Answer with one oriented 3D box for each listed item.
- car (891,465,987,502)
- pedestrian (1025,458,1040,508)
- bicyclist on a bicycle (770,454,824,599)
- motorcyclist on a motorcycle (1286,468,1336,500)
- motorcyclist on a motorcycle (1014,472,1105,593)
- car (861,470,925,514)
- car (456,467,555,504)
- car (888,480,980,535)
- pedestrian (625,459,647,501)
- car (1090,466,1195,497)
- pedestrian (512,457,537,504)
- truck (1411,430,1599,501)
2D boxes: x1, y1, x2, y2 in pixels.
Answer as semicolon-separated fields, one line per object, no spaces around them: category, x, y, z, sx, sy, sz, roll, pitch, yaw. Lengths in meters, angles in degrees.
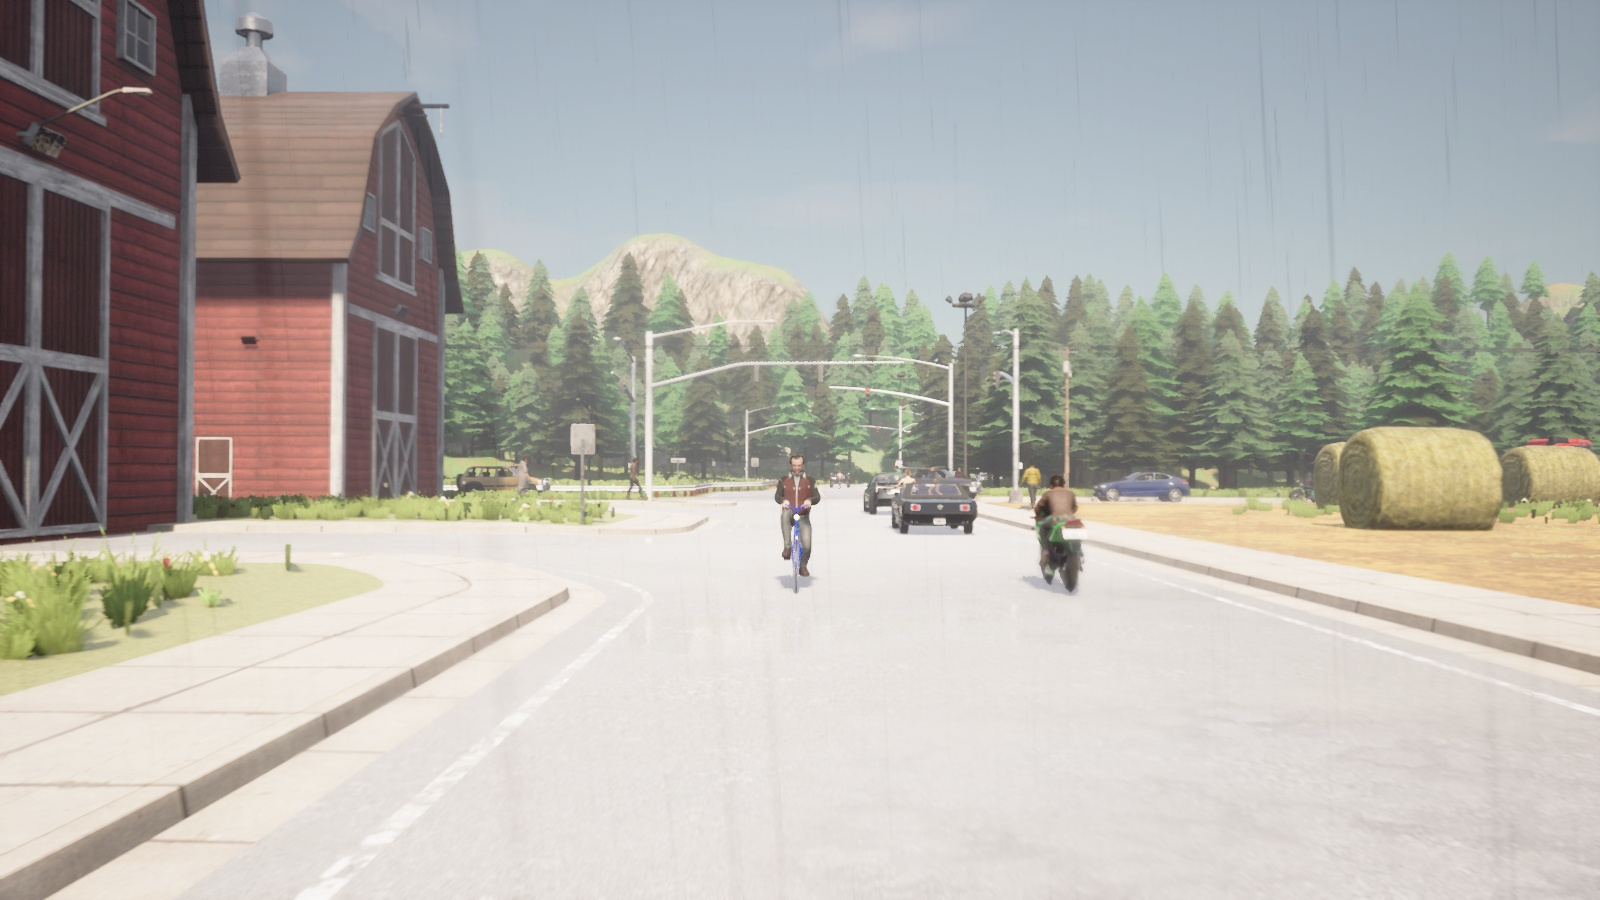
car;7.123;1.695;64.218;4.605;1.855;1.932;0;0;16
pedestrian;8.594;1.217;46.412;0.431;1.840;0.709;0;-1;2
bicyclist on a bicycle;-0.039;0.951;16.371;0.659;1.776;1.843;0;-1;0
motorcyclist on a motorcycle;27.339;1.807;67.168;2.350;1.649;0.766;0;-1;1
motorcyclist on a motorcycle;3.459;1.063;16.913;0.797;1.523;2.044;0;-1;0
car;3.388;1.525;46.622;2.007;1.525;4.514;0;-1;0
car;-15.064;1.795;64.333;4.605;1.855;1.932;0;-1;1
car;3.419;1.451;32.842;1.895;1.301;4.718;0;-1;0
pedestrian;-7.083;1.290;54.187;0.869;1.805;0.328;0;-1;-25
car;18.299;1.674;67.312;5.027;1.651;2.152;0;-1;1
pedestrian;-11.535;1.282;52.565;0.873;1.952;0.659;0;-1;-24
truck;35.641;0.781;63.554;7.936;3.462;2.891;0;-1;1
